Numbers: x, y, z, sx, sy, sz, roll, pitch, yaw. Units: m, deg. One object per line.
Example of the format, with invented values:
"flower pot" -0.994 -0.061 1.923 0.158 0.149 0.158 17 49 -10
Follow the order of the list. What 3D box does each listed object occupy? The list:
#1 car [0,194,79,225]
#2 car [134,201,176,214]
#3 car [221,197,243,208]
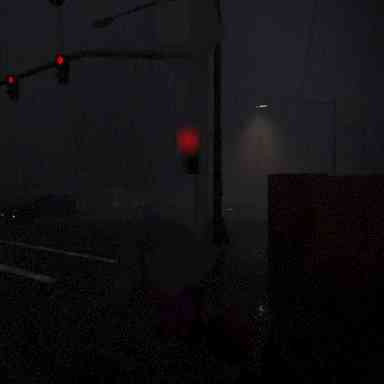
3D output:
"car" -11.157 1.211 24.753 2.150 2.045 5.566 0 0 36
"car" -3.841 1.590 34.920 1.895 1.301 4.718 0 0 36
"car" 5.803 1.514 48.233 1.812 1.442 4.674 0 0 36
